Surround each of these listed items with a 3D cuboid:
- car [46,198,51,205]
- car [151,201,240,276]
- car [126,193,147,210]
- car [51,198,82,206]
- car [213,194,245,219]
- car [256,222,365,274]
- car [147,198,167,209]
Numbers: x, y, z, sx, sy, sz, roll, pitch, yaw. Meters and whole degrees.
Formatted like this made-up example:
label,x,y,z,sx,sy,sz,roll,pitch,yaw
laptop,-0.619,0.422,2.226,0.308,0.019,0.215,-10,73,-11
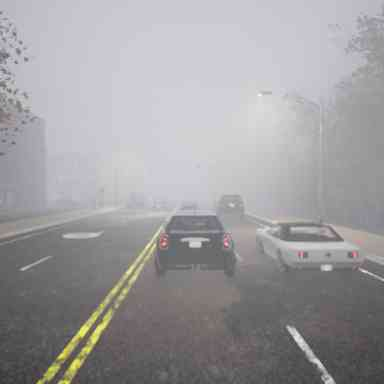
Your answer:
label,x,y,z,sx,sy,sz,roll,pitch,yaw
car,-29.167,1.733,64.228,4.403,1.369,2.008,-1,1,-1
car,0.065,1.337,10.484,2.097,1.767,4.553,0,0,0
car,-7.072,1.167,43.017,2.150,2.045,5.566,0,0,0
car,-20.695,1.746,55.854,4.313,1.339,1.947,-1,1,-1
car,3.066,1.182,28.389,2.150,2.045,5.566,0,0,-1
car,3.322,1.586,10.454,1.895,1.301,4.718,0,0,0
car,-3.796,1.439,40.224,2.128,1.511,4.902,0,0,-1
